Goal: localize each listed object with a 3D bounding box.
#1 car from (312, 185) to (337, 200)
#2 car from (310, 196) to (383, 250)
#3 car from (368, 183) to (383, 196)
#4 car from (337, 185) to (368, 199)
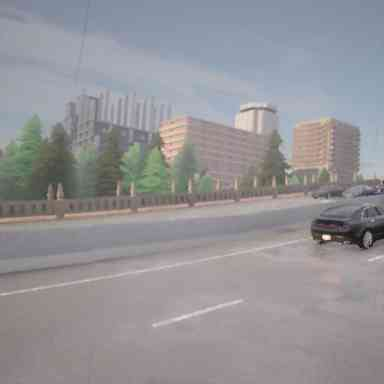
[{"bbox_3d":[15.223,0.005,36.867,4.892,1.490,1.837,-4,2,-36],"label":"car"},{"bbox_3d":[6.607,1.176,12.960,4.892,1.490,1.837,-4,2,-36],"label":"car"},{"bbox_3d":[19.185,-0.271,31.096,5.566,2.045,2.150,-4,2,-36],"label":"car"},{"bbox_3d":[17.163,0.033,33.949,4.674,1.442,1.812,-4,2,-36],"label":"car"}]
